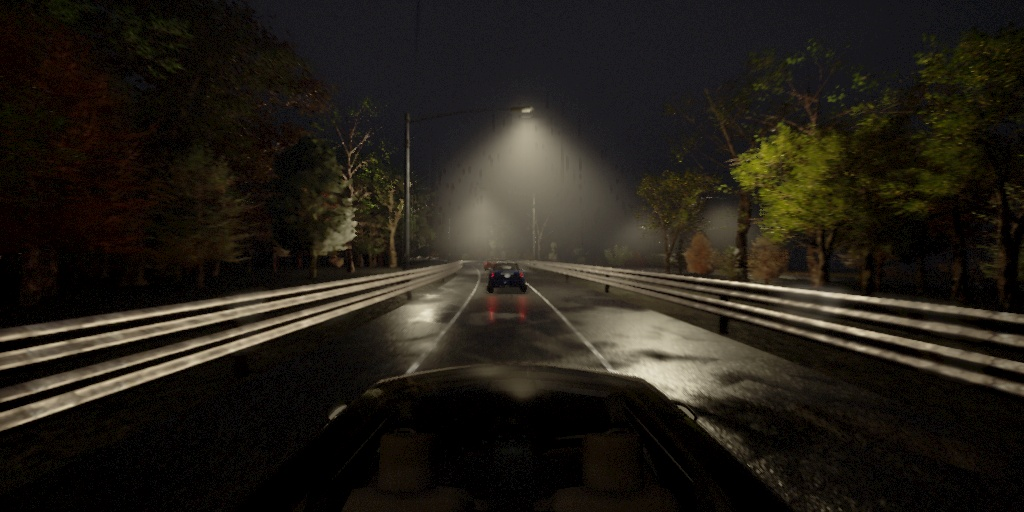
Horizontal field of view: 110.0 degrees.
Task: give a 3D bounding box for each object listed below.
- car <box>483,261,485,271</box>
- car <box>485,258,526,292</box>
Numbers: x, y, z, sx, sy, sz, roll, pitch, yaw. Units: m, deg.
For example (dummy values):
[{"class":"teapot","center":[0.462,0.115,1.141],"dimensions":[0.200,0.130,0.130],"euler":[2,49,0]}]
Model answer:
[{"class":"car","center":[-2.944,1.089,50.272],"dimensions":[2.097,1.767,4.553],"euler":[0,0,-8]},{"class":"car","center":[-0.377,1.107,21.774],"dimensions":[2.097,1.767,4.553],"euler":[0,0,-3]}]
